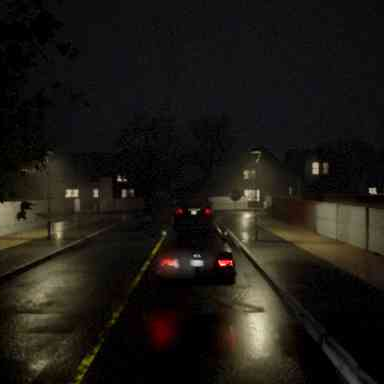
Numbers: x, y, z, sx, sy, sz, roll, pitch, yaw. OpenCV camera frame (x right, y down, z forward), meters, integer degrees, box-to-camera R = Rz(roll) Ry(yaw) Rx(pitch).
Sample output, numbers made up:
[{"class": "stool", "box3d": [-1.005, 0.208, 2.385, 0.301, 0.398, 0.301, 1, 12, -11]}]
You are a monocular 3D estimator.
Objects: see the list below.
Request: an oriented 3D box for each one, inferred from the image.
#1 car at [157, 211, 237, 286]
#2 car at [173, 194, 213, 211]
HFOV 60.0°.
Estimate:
[{"class": "car", "box3d": [0.097, 1.506, 9.356, 2.033, 1.411, 5.357, 0, 0, 0]}, {"class": "car", "box3d": [0.081, 1.137, 19.690, 2.150, 2.045, 5.566, 0, 0, 0]}]
